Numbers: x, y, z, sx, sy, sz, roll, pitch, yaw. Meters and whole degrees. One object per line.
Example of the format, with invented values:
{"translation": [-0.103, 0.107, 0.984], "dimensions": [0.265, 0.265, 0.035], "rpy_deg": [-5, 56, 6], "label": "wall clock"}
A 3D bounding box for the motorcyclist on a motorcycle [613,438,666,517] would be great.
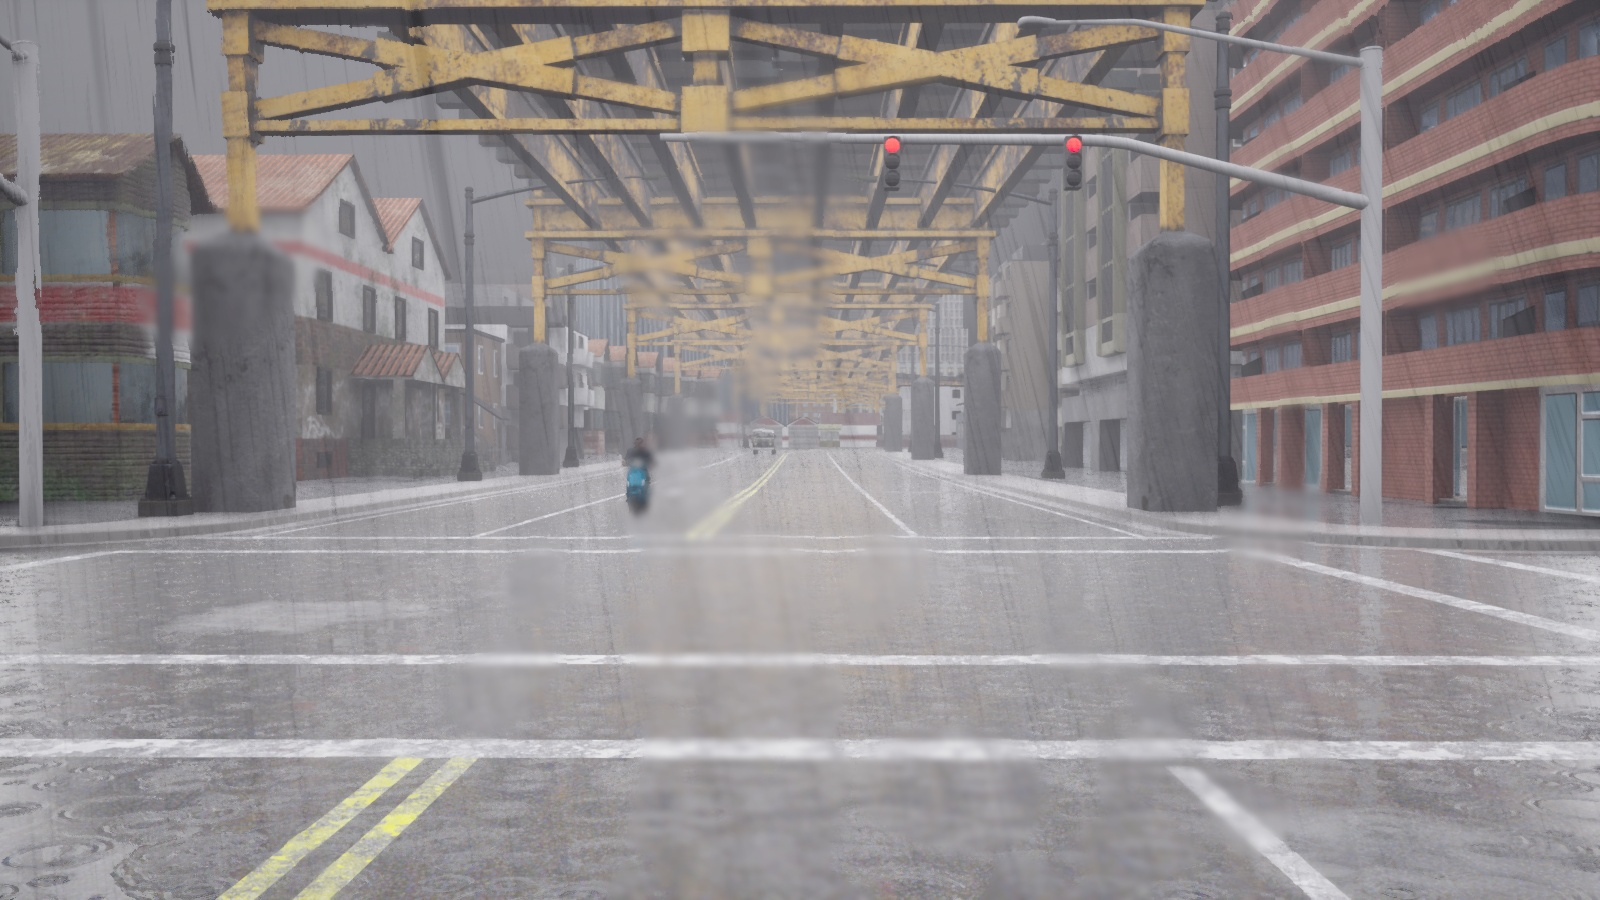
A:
{"translation": [-3.341, 0.549, 26.269], "dimensions": [0.866, 1.590, 1.817], "rpy_deg": [0, 1, 0], "label": "motorcyclist on a motorcycle"}
